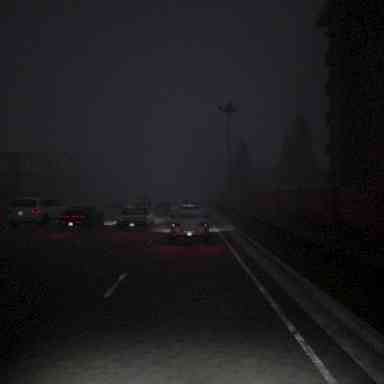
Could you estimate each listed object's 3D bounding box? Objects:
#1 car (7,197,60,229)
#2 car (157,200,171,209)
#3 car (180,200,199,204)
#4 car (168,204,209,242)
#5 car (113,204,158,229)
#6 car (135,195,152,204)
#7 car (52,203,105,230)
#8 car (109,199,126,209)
[{"bbox_3d":[-10.669,1.378,23.338,2.150,2.045,5.566,0,0,-1],"label":"car"},{"bbox_3d":[-3.866,1.769,45.994,1.895,1.301,4.718,0,0,-1],"label":"car"},{"bbox_3d":[-0.291,1.606,36.970,2.128,1.511,4.902,0,0,0],"label":"car"},{"bbox_3d":[-0.128,1.577,16.755,1.812,1.442,4.674,0,0,0],"label":"car"},{"bbox_3d":[-3.658,1.697,22.303,1.895,1.301,4.718,0,0,-1],"label":"car"},{"bbox_3d":[-7.414,1.434,51.041,2.150,2.045,5.566,0,0,-1],"label":"car"},{"bbox_3d":[-7.156,1.628,21.966,1.837,1.490,4.892,0,0,-1],"label":"car"},{"bbox_3d":[-10.894,1.726,48.986,2.128,1.511,4.902,0,0,-1],"label":"car"}]
